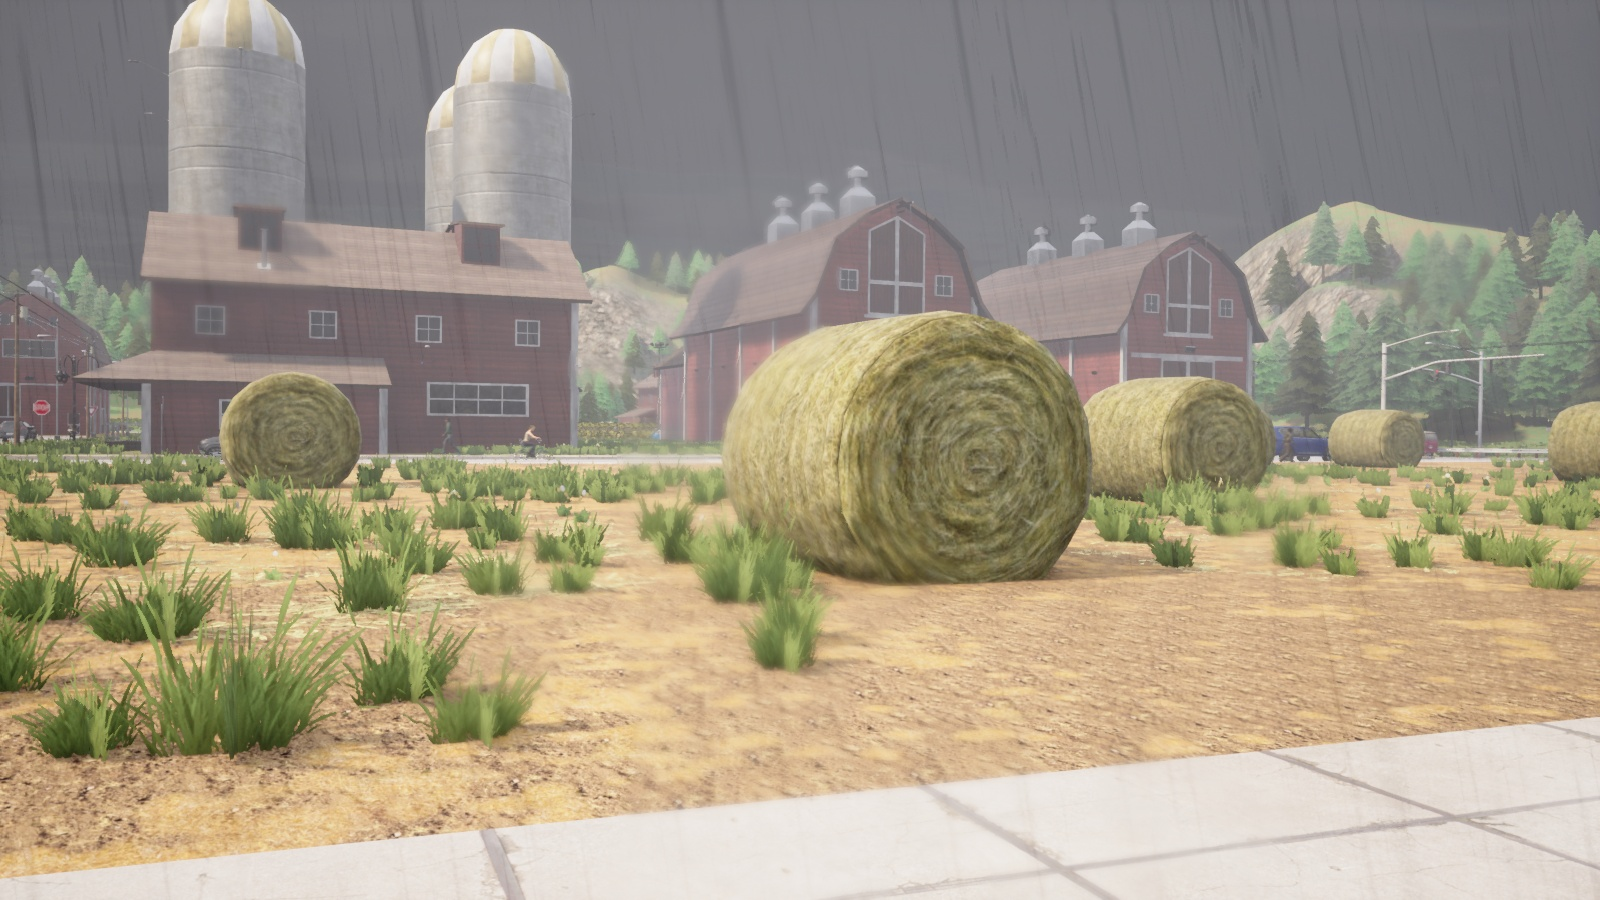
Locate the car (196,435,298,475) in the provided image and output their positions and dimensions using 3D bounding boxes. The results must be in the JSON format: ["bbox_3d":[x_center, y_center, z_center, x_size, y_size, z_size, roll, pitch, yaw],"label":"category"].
[{"bbox_3d":[-22.541,0.194,51.238,3.705,1.549,1.789,-1,1,-25],"label":"car"}]

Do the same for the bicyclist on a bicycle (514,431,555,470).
[{"bbox_3d":[-11.137,0.007,52.642,1.509,1.612,0.866,-1,1,-24],"label":"bicyclist on a bicycle"}]

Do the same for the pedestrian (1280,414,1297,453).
[{"bbox_3d":[24.450,-0.823,62.860,0.692,1.930,0.395,-1,1,-5],"label":"pedestrian"}]

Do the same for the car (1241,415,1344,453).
[{"bbox_3d":[27.680,-0.921,70.506,5.566,2.045,2.150,-1,1,-25],"label":"car"}]

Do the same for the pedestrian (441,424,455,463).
[{"bbox_3d":[-16.397,-0.307,58.522,0.614,1.847,0.353,-1,1,-16],"label":"pedestrian"}]
